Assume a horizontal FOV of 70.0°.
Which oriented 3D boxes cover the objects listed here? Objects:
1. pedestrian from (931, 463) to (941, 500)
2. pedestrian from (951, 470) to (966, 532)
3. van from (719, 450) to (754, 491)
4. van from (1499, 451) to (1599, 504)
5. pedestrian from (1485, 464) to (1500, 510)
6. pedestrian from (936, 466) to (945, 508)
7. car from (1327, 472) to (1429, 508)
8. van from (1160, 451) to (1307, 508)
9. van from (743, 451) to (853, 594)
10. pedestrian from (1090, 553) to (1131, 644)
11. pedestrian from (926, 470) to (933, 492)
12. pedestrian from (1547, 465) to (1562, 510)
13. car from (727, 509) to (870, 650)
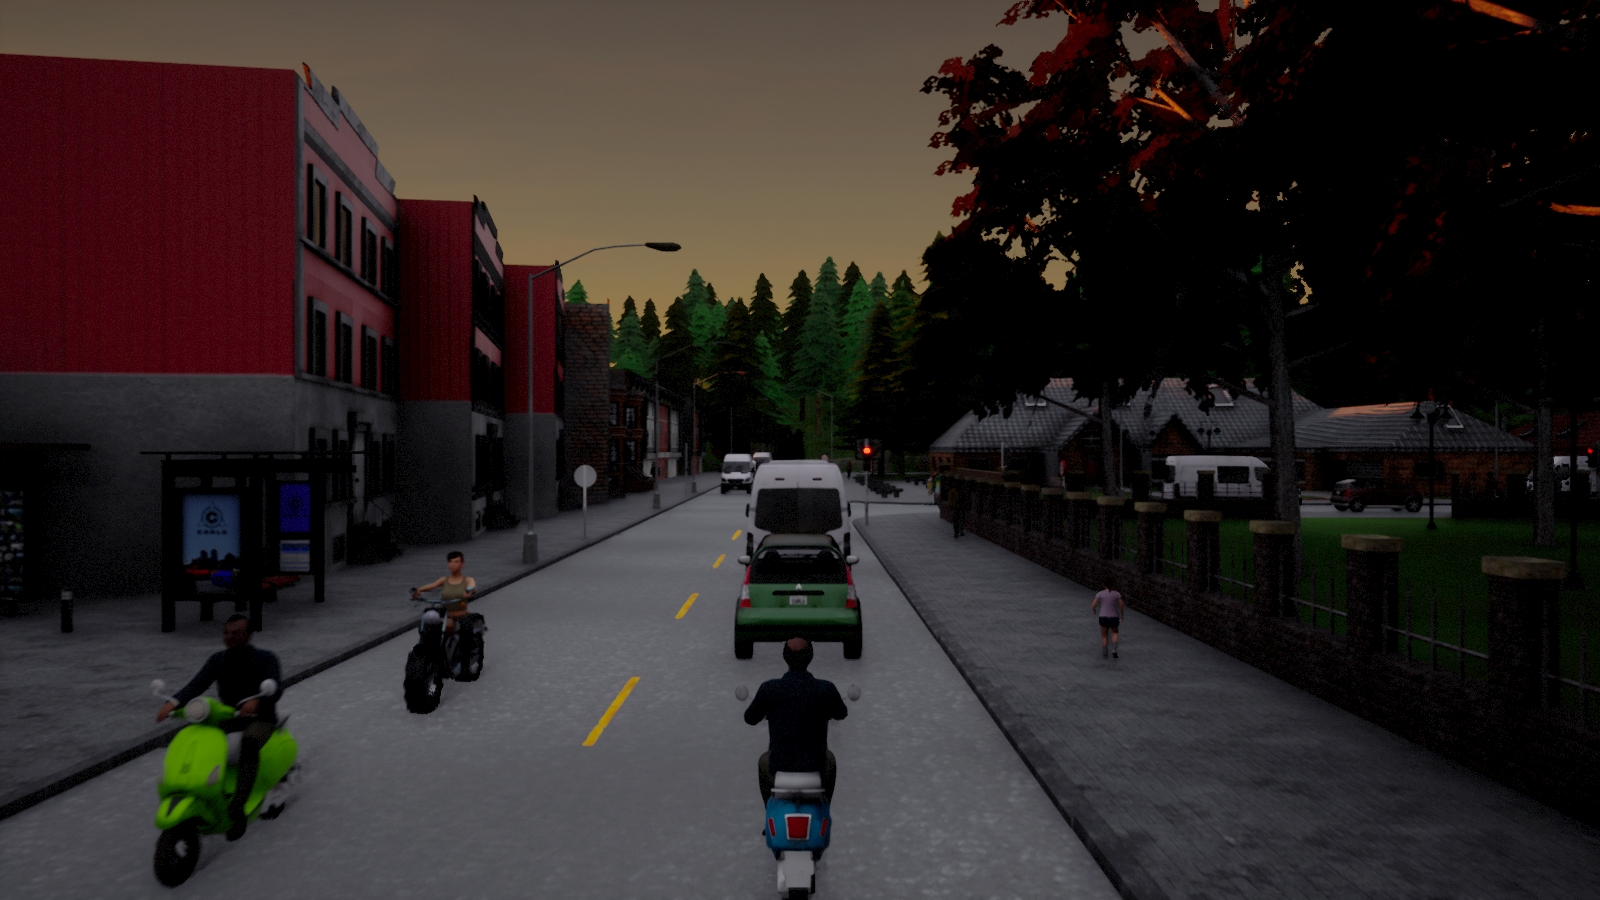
[{"bbox_3d":[6.863,1.584,57.708,0.375,1.860,0.375,0,0,44],"label":"pedestrian"},{"bbox_3d":[4.744,1.525,34.226,0.375,1.860,0.375,0,0,-1],"label":"pedestrian"},{"bbox_3d":[-4.117,1.314,75.282,1.988,2.561,5.915,0,0,0],"label":"van"},{"bbox_3d":[37.756,1.314,55.798,5.915,2.561,1.988,0,0,5],"label":"van"},{"bbox_3d":[28.553,1.525,47.090,0.375,1.860,0.375,0,0,-10],"label":"pedestrian"},{"bbox_3d":[6.240,1.629,50.673,0.375,1.860,0.375,0,0,13],"label":"pedestrian"},{"bbox_3d":[26.116,1.806,51.711,3.705,1.549,1.789,0,0,0],"label":"car"},{"bbox_3d":[19.579,1.314,51.773,5.915,2.561,1.988,0,0,1],"label":"van"},{"bbox_3d":[-0.046,1.314,23.559,1.988,2.561,5.915,0,0,0],"label":"van"},{"bbox_3d":[4.015,1.904,14.784,0.500,1.100,0.500,0,0,14],"label":"pedestrian"},{"bbox_3d":[7.545,1.804,66.348,0.375,1.300,0.375,0,0,2],"label":"pedestrian"},{"bbox_3d":[30.808,1.525,46.631,0.375,1.860,0.375,0,0,0],"label":"pedestrian"},{"bbox_3d":[-0.026,1.779,16.773,1.851,1.617,3.988,0,0,0],"label":"car"}]
